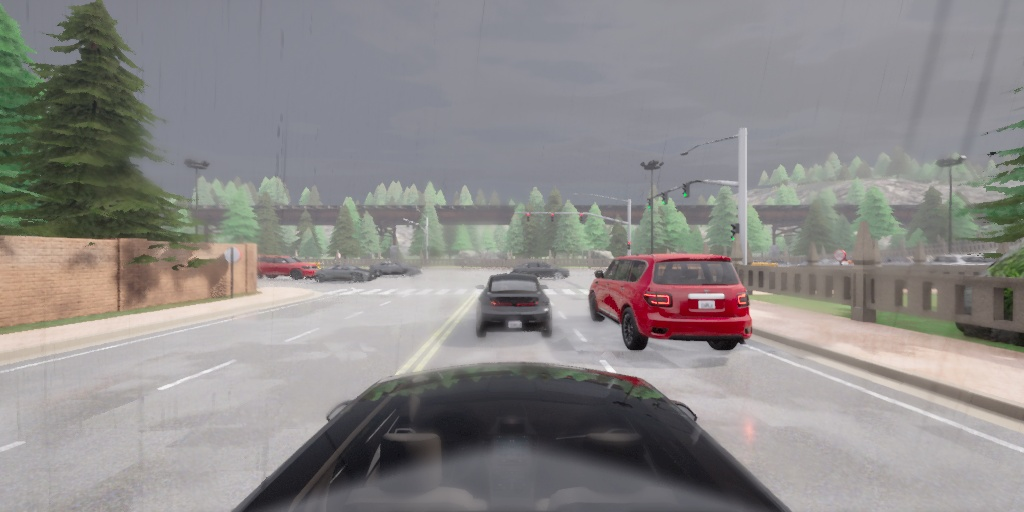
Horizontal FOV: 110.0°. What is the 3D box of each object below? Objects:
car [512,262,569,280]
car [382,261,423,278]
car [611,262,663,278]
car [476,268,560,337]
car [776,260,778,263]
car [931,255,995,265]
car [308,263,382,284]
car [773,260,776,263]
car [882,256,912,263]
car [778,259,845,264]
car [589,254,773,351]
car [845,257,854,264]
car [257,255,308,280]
[{"bbox_3d":[2.379,1.252,30.284,4.892,1.490,1.837,0,0,0],"label":"car"},{"bbox_3d":[-10.930,1.241,33.764,4.902,1.511,2.128,0,0,0],"label":"car"},{"bbox_3d":[11.719,1.312,33.797,4.181,1.385,1.994,0,0,0],"label":"car"},{"bbox_3d":[0.023,1.254,10.260,1.837,1.490,4.892,0,0,-1],"label":"car"},{"bbox_3d":[34.766,1.236,48.059,4.892,1.490,1.837,0,0,0],"label":"car"},{"bbox_3d":[39.027,0.905,30.392,5.566,2.045,2.150,-2,0,0],"label":"car"},{"bbox_3d":[-12.388,1.313,26.761,4.181,1.385,1.994,0,0,0],"label":"car"},{"bbox_3d":[29.247,1.238,44.535,4.902,1.511,2.128,0,0,0],"label":"car"},{"bbox_3d":[42.821,0.887,41.097,4.553,1.767,2.097,-2,0,0],"label":"car"},{"bbox_3d":[34.189,1.284,41.059,5.357,1.411,2.033,0,0,0],"label":"car"},{"bbox_3d":[3.519,0.971,9.158,2.150,2.045,5.566,0,0,0],"label":"car"},{"bbox_3d":[39.230,1.179,44.584,4.674,1.442,1.812,-1,0,0],"label":"car"},{"bbox_3d":[-19.338,0.968,30.249,5.566,2.045,2.150,0,0,0],"label":"car"}]
